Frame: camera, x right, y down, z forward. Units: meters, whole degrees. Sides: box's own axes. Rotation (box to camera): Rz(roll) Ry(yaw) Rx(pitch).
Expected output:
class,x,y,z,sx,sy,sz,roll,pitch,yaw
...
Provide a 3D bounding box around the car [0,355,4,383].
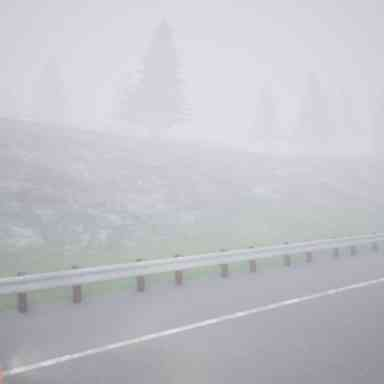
class,x,y,z,sx,sy,sz,roll,pitch,yaw
car,-3.957,1.398,2.375,4.553,1.767,2.097,0,-1,-33
